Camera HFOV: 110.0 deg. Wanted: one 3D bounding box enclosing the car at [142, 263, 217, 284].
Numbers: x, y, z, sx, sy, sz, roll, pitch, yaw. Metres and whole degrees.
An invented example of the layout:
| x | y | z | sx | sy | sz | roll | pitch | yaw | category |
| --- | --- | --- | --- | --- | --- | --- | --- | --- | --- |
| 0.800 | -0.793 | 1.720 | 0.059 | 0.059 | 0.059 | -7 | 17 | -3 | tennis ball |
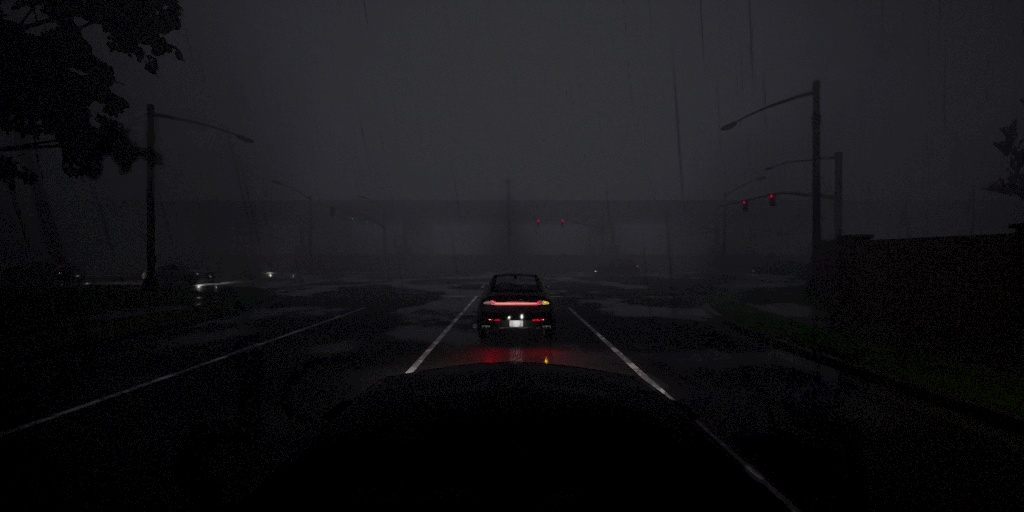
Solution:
| x | y | z | sx | sy | sz | roll | pitch | yaw | category |
| --- | --- | --- | --- | --- | --- | --- | --- | --- | --- |
| -24.683 | 1.276 | 26.673 | 4.674 | 1.442 | 1.812 | 0 | 0 | 2 | car |

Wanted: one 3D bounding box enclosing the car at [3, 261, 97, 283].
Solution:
| x | y | z | sx | sy | sz | roll | pitch | yaw | category |
| --- | --- | --- | --- | --- | --- | --- | --- | --- | --- |
| -35.056 | 1.241 | 26.999 | 4.902 | 1.511 | 2.128 | 0 | 0 | 2 | car |

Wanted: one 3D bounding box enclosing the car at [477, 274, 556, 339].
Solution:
| x | y | z | sx | sy | sz | roll | pitch | yaw | category |
| --- | --- | --- | --- | --- | --- | --- | --- | --- | --- |
| 0.099 | 1.242 | 10.137 | 2.128 | 1.511 | 4.902 | 0 | 0 | 0 | car |

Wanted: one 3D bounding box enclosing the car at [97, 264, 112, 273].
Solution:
| x | y | z | sx | sy | sz | roll | pitch | yaw | category |
| --- | --- | --- | --- | --- | --- | --- | --- | --- | --- |
| -49.647 | 1.297 | 41.451 | 5.357 | 1.411 | 2.033 | 0 | 0 | 2 | car |

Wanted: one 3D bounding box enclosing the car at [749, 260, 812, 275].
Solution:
| x | y | z | sx | sy | sz | roll | pitch | yaw | category |
| --- | --- | --- | --- | --- | --- | --- | --- | --- | --- |
| 26.952 | 1.120 | 35.959 | 5.357 | 1.411 | 2.033 | -1 | 0 | 2 | car |

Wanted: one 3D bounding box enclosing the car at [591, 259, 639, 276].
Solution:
| x | y | z | sx | sy | sz | roll | pitch | yaw | category |
| --- | --- | --- | --- | --- | --- | --- | --- | --- | --- |
| 10.393 | 1.066 | 36.413 | 4.553 | 1.767 | 2.097 | 0 | 0 | 2 | car |

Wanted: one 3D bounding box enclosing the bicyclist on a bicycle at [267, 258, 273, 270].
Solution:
| x | y | z | sx | sy | sz | roll | pitch | yaw | category |
| --- | --- | --- | --- | --- | --- | --- | --- | --- | --- |
| -31.583 | 1.050 | 46.803 | 0.582 | 1.620 | 1.656 | 0 | 0 | -33 | bicyclist on a bicycle |

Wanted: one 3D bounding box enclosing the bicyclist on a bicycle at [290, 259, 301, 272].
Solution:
| x | y | z | sx | sy | sz | roll | pitch | yaw | category |
| --- | --- | --- | --- | --- | --- | --- | --- | --- | --- |
| -27.031 | 1.203 | 44.712 | 0.582 | 1.620 | 1.656 | 0 | 0 | 14 | bicyclist on a bicycle |
